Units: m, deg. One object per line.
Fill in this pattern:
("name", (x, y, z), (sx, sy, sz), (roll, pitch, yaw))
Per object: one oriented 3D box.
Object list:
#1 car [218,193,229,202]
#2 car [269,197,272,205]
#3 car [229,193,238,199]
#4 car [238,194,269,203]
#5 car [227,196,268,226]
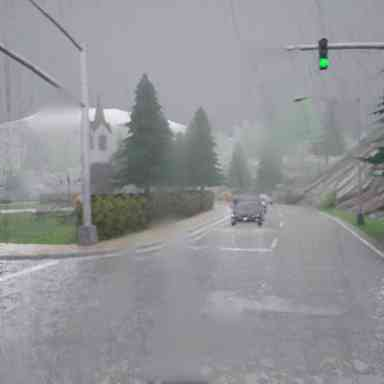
("car", (6.386, 0.945, 58.656), (1.882, 1.535, 5.008), (-1, 0, -27))
("car", (9.597, 1.010, 45.832), (1.812, 1.442, 4.674), (-1, 0, -6))
("car", (6.280, 1.089, 41.611), (1.837, 1.490, 4.892), (-1, 0, -3))
("car", (5.756, 1.015, 31.471), (2.097, 1.767, 4.553), (-1, 0, 7))
("car", (3.673, 1.280, 21.527), (1.837, 1.490, 4.892), (-1, 0, 15))
